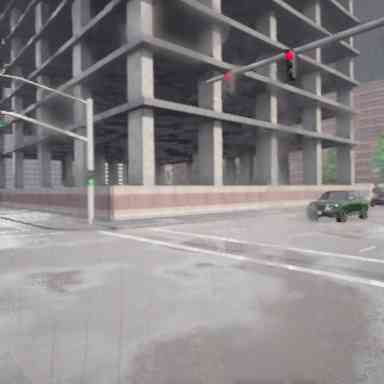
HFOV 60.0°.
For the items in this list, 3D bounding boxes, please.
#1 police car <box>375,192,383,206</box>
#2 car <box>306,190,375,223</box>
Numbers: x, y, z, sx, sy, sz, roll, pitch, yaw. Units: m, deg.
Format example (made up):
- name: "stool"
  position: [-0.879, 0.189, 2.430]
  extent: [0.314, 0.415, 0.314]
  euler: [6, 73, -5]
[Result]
- name: "police car"
  position: [21.799, 0.809, 37.509]
  extent: [5.238, 1.638, 1.930]
  euler: [-1, 1, -42]
- name: "car"
  position: [9.876, 0.875, 22.288]
  extent: [5.566, 2.045, 2.150]
  euler: [-1, 1, -42]
